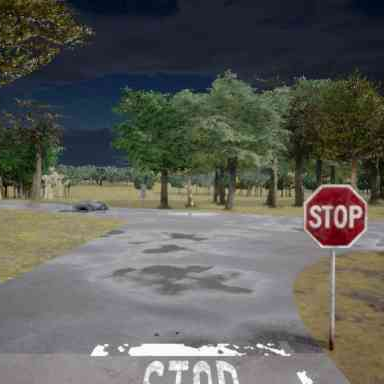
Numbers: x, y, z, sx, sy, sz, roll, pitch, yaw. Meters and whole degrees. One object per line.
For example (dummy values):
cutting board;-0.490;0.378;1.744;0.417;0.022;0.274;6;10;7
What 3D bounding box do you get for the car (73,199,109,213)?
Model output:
car;-11.130;1.480;36.555;4.181;1.385;1.994;1;2;35
